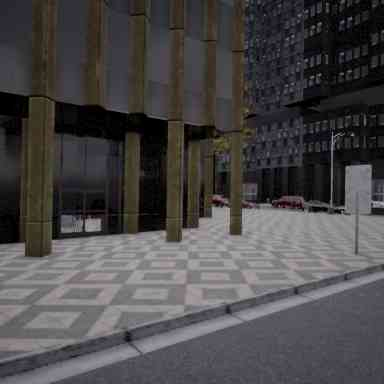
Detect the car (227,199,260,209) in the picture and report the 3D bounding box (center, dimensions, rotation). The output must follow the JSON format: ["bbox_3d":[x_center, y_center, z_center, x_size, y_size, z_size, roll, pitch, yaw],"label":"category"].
[{"bbox_3d":[6.859,1.570,42.837,1.802,1.307,4.206,1,-1,-35],"label":"car"}]

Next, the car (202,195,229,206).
[{"bbox_3d":[4.256,1.511,61.269,2.192,1.841,5.009,1,-1,-35],"label":"car"}]

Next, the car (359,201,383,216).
[{"bbox_3d":[16.419,1.518,29.341,2.008,1.369,4.403,1,-1,-35],"label":"car"}]

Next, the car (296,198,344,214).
[{"bbox_3d":[13.233,1.540,33.840,1.947,1.339,4.313,1,-1,-35],"label":"car"}]

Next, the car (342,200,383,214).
[{"bbox_3d":[20.183,1.708,38.773,2.008,1.369,4.403,1,-1,-35],"label":"car"}]

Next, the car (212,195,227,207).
[{"bbox_3d":[3.677,1.311,47.340,2.192,1.841,5.009,1,-1,-35],"label":"car"}]

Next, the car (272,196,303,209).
[{"bbox_3d":[13.814,1.487,47.773,2.192,1.841,5.009,1,-1,-35],"label":"car"}]
